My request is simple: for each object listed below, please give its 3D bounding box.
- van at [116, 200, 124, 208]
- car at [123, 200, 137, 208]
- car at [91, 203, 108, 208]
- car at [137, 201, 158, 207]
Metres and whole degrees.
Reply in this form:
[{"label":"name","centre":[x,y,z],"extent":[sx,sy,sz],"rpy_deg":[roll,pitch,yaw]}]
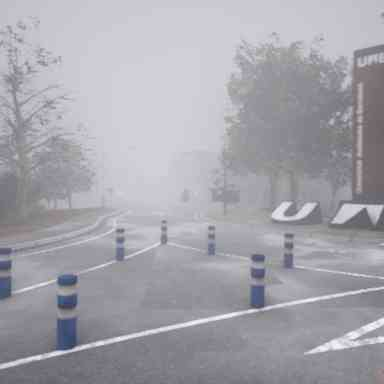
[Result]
[{"label":"van","centre":[-16.780,2.994,80.654],"extent":[1.878,1.987,4.442],"rpy_deg":[1,-3,-42]},{"label":"car","centre":[-12.996,2.961,76.502],"extent":[2.163,1.488,4.792],"rpy_deg":[1,-3,-42]},{"label":"car","centre":[-24.128,3.821,88.709],"extent":[2.002,1.452,4.674],"rpy_deg":[1,-3,-42]},{"label":"car","centre":[-9.285,2.690,72.457],"extent":[2.002,1.452,4.674],"rpy_deg":[3,-5,-42]}]
